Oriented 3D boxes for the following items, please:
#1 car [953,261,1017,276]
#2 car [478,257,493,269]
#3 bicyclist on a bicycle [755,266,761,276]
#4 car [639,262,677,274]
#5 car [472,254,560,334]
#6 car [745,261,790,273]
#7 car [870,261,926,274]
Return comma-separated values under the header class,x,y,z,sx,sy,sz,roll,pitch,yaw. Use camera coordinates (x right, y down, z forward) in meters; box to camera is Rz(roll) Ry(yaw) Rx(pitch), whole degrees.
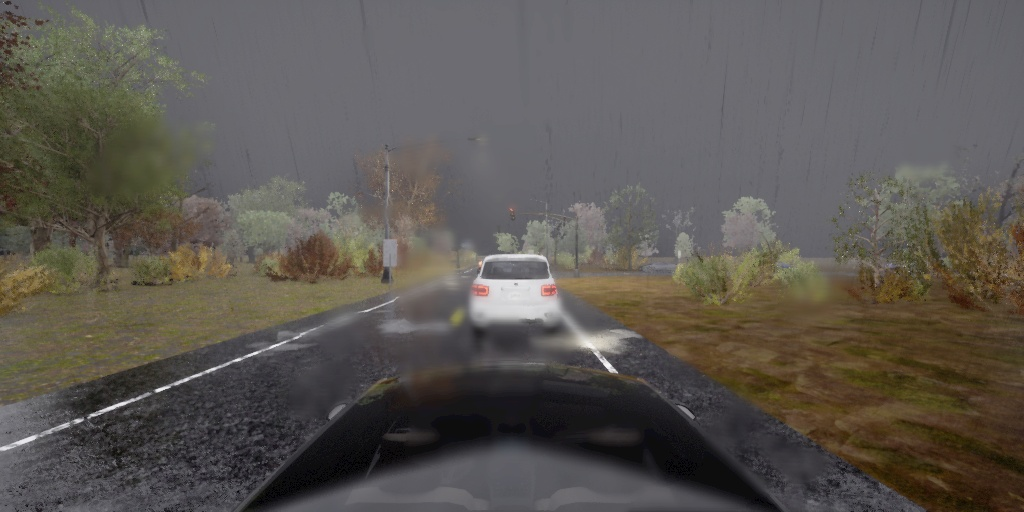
class,x,y,z,sx,sy,sz,roll,pitch,yaw
car,49.064,1.279,37.129,4.902,1.511,2.128,0,0,5
car,-4.220,1.104,57.571,2.097,1.767,4.553,0,0,-2
bicyclist on a bicycle,24.009,1.223,35.244,0.582,1.620,1.656,0,0,1
car,16.942,1.326,41.670,4.181,1.385,1.994,0,0,2
car,0.086,0.971,10.753,2.150,2.045,5.566,0,0,0
car,29.479,1.296,41.400,4.674,1.442,1.812,0,0,2
car,43.714,1.258,40.663,5.008,1.535,1.882,-1,0,4
